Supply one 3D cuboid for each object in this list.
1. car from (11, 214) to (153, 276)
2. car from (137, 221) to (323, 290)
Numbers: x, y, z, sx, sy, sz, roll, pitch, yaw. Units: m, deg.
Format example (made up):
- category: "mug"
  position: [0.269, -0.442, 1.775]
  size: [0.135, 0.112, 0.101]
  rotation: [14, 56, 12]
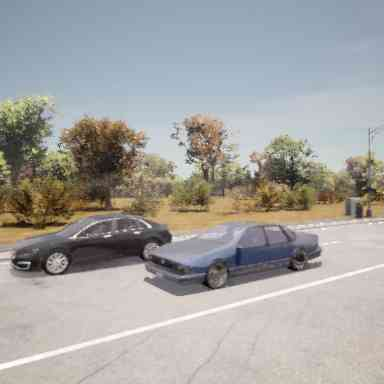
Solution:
- category: "car"
  position: [-2.932, 1.499, 10.479]
  size: [4.892, 1.490, 1.837]
  rotation: [-2, 1, -35]
- category: "car"
  position: [1.428, 1.546, 9.281]
  size: [5.357, 1.411, 2.033]
  rotation: [0, 0, -35]
